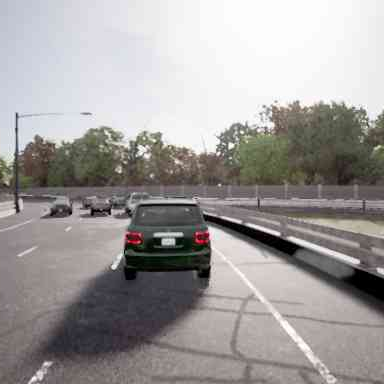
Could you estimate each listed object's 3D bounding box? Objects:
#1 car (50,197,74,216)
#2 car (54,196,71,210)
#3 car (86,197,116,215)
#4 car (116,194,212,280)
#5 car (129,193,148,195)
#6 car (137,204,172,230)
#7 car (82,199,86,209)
[{"bbox_3d":[-12.340,1.431,31.626,1.812,1.442,4.674,0,0,-18],"label":"car"},{"bbox_3d":[-16.733,1.377,42.842,1.837,1.490,4.892,0,0,-24],"label":"car"},{"bbox_3d":[-9.049,1.390,32.771,2.128,1.511,4.902,0,0,-18],"label":"car"},{"bbox_3d":[-0.762,1.188,10.019,2.150,2.045,5.566,0,0,-5],"label":"car"},{"bbox_3d":[-5.329,1.112,32.690,2.150,2.045,5.566,0,0,-16],"label":"car"},{"bbox_3d":[-2.562,1.531,21.664,1.895,1.301,4.718,0,0,-11],"label":"car"},{"bbox_3d":[-13.293,1.466,43.743,1.895,1.301,4.718,0,0,-24],"label":"car"}]
